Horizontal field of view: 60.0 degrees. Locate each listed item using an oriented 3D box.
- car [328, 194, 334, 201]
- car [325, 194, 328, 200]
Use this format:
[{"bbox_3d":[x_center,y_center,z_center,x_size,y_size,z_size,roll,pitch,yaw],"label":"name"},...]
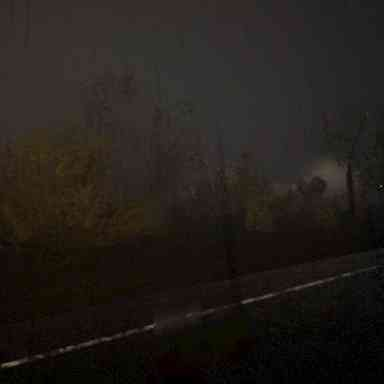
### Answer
[{"bbox_3d":[30.789,1.195,67.223,2.097,1.767,4.553,0,0,-37],"label":"car"},{"bbox_3d":[31.361,1.140,78.040,2.097,1.767,4.553,0,0,-37],"label":"car"}]
